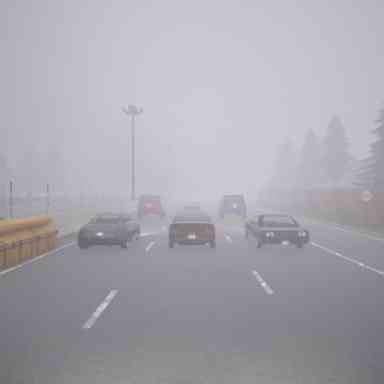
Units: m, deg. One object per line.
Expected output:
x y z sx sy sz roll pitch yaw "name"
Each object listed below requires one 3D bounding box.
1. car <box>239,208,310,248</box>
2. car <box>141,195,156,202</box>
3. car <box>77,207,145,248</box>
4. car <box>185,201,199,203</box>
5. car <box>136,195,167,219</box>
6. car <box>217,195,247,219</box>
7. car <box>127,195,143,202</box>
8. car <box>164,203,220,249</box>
3.500 1.616 14.680 1.895 1.301 4.718 0 0 0 "car"
-10.177 1.511 78.051 1.812 1.442 4.674 0 0 15 "car"
-3.500 1.572 14.650 1.994 1.385 4.181 0 0 0 "car"
0.000 1.533 29.650 1.812 1.442 4.674 0 0 0 "car"
-3.500 1.258 29.680 2.150 2.045 5.566 0 0 0 "car"
3.500 1.258 29.680 2.150 2.045 5.566 0 0 0 "car"
-13.513 1.483 79.112 1.837 1.490 4.892 0 0 15 "car"
0.000 1.485 14.650 1.882 1.535 5.008 0 0 0 "car"
